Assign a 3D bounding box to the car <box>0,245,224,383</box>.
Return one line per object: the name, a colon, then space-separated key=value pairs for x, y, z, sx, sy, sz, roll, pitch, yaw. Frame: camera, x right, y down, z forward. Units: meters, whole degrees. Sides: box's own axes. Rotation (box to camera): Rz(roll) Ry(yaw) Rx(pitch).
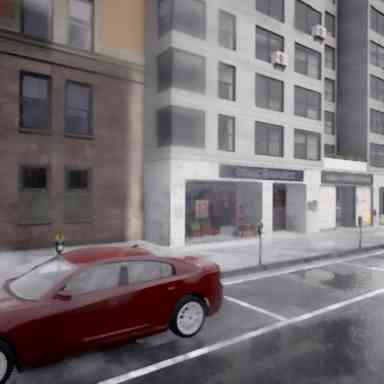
car: x=-1.554 y=1.559 z=5.081 sx=4.507 sy=1.381 sz=1.887 roll=1 pitch=0 yaw=-36
